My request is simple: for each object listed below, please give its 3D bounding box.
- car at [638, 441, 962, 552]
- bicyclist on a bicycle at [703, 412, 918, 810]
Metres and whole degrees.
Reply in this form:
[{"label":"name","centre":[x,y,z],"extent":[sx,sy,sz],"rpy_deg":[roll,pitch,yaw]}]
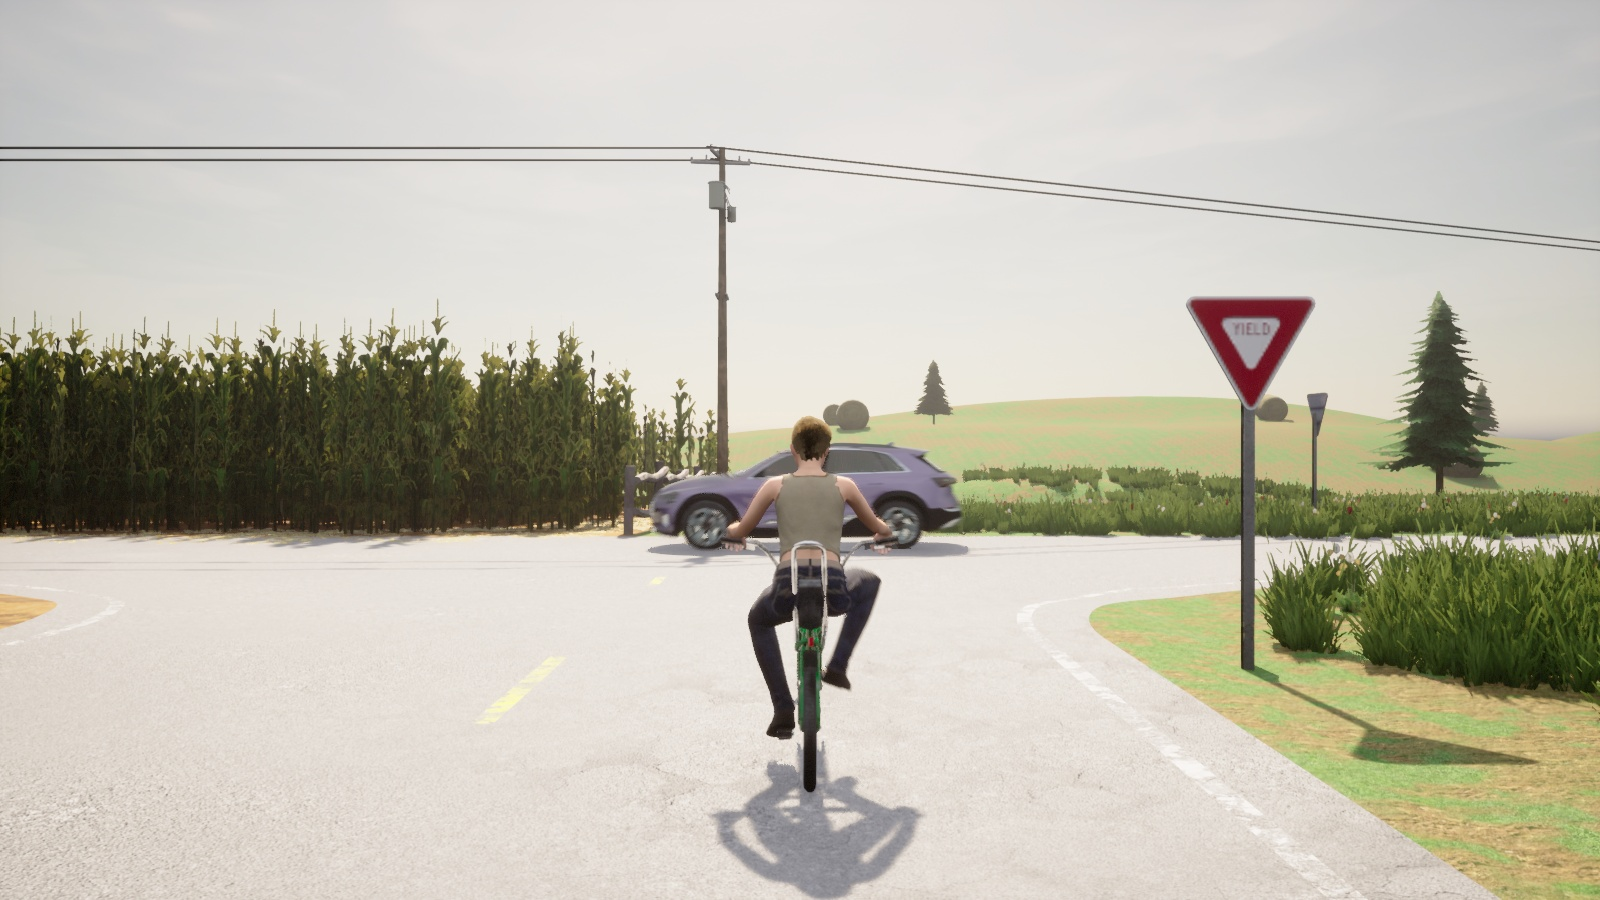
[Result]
[{"label":"car","centre":[-0.001,0.699,19.829],"extent":[4.856,1.649,2.033],"rpy_deg":[0,0,0]},{"label":"bicyclist on a bicycle","centre":[0.044,0.650,5.847],"extent":[0.866,1.612,1.509],"rpy_deg":[0,0,0]}]
